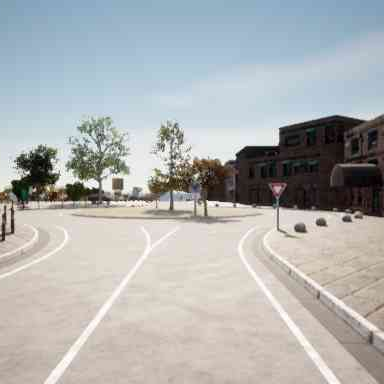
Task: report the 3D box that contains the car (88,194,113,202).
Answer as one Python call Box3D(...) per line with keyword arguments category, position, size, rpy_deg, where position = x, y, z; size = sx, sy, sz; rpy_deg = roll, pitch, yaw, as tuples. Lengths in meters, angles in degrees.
Box3D(category="car", position=(-24.446, 1.499, 87.341), size=(5.566, 2.045, 2.435), rpy_deg=(0, -1, -2))

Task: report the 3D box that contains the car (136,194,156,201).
Box3D(category="car", position=(-12.170, 1.581, 85.590), size=(4.553, 1.767, 2.185), rpy_deg=(0, -1, -2))
